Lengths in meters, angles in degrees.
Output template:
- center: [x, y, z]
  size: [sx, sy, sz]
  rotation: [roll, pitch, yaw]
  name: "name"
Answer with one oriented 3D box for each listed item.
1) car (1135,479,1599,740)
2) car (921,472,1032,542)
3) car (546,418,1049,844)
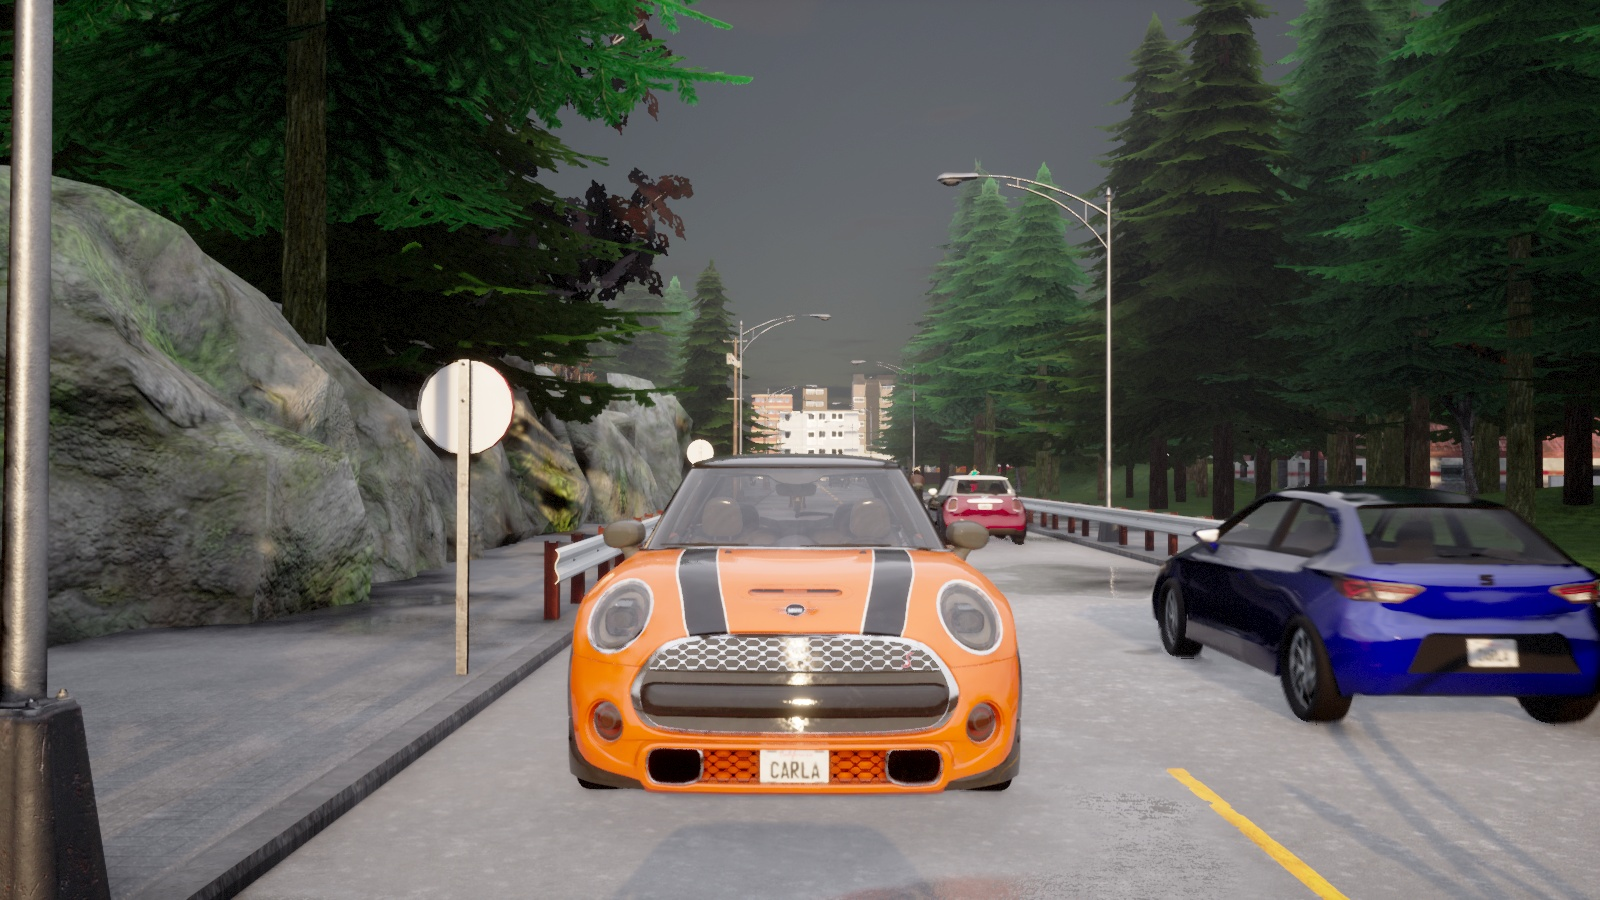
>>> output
- center: [3.977, 0.969, 9.373]
  size: [1.816, 1.474, 4.193]
  rotation: [0, -1, 0]
  name: "car"
- center: [3.931, 1.242, 28.570]
  size: [1.970, 1.475, 3.806]
  rotation: [0, -1, 0]
  name: "car"
- center: [-0.019, 0.801, 7.530]
  size: [2.097, 1.767, 4.553]
  rotation: [0, -1, 0]
  name: "car"
